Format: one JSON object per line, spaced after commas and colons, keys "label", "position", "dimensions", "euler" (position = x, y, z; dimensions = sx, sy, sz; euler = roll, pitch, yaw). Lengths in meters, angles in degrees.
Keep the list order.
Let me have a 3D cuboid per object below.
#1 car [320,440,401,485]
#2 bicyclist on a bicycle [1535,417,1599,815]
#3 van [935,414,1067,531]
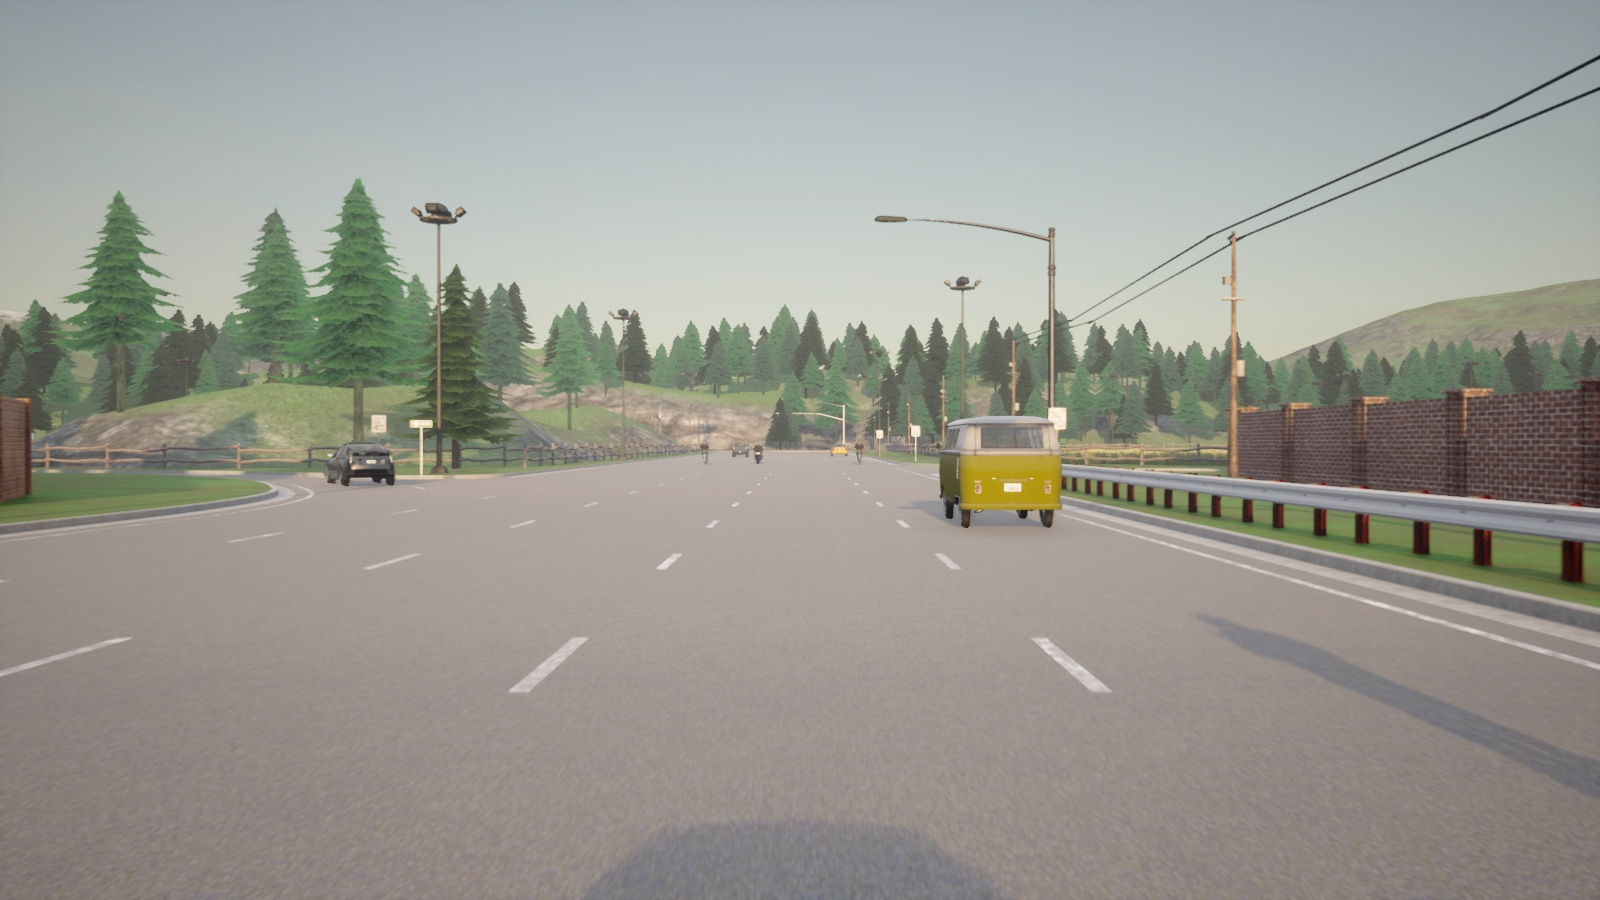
{"label": "car", "position": [-15.914, 0.425, 45.343], "dimensions": [2.007, 1.525, 4.514], "euler": [0, 0, -29]}
{"label": "bicyclist on a bicycle", "position": [3.542, 0.675, 4.728], "dimensions": [0.582, 1.620, 1.656], "euler": [0, 0, 0]}
{"label": "van", "position": [3.648, 0.370, 23.522], "dimensions": [1.775, 1.987, 4.442], "euler": [0, 0, 0]}
